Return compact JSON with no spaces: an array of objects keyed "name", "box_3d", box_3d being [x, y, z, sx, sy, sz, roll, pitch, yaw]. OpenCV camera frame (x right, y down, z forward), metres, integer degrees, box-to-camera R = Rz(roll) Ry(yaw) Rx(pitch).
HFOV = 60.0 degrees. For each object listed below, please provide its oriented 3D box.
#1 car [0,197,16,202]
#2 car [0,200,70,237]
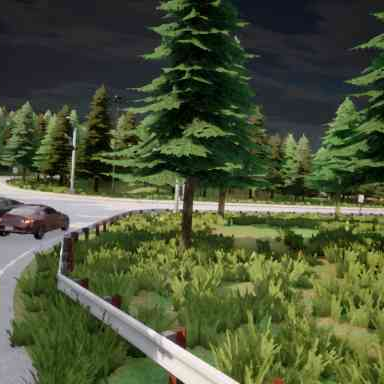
[{"name":"car","box_3d":[-10.853,1.050,17.937,1.837,1.490,4.892,4,1,2]},{"name":"car","box_3d":[-7.660,1.337,16.413,1.812,1.442,4.674,4,1,2]}]
